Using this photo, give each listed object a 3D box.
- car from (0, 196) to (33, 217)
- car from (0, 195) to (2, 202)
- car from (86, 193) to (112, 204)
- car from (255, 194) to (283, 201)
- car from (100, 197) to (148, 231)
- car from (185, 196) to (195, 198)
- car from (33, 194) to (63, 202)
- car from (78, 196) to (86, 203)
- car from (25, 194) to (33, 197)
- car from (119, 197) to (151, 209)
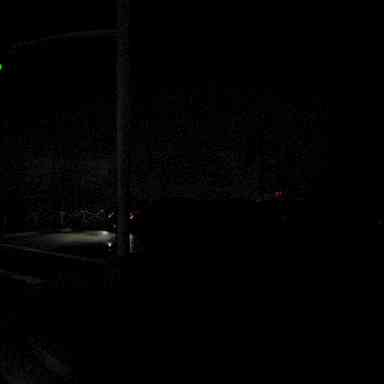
[{"bbox_3d":[-15.798,1.340,26.888,2.007,1.523,4.514,0,0,35],"label":"car"},{"bbox_3d":[-41.403,1.298,67.525,2.007,1.523,4.514,0,0,35],"label":"car"},{"bbox_3d":[-15.861,1.097,58.991,1.932,1.855,4.605,0,0,35],"label":"car"},{"bbox_3d":[8.436,1.221,37.032,2.150,2.045,5.566,0,0,35],"label":"car"},{"bbox_3d":[-3.034,1.352,20.545,2.097,1.767,4.553,0,0,35],"label":"car"},{"bbox_3d":[-0.769,1.374,48.146,1.845,1.501,3.633,0,0,35],"label":"car"},{"bbox_3d":[-28.916,1.154,67.722,2.152,1.636,5.027,0,0,35],"label":"car"},{"bbox_3d":[-18.471,1.077,60.333,1.905,1.878,3.866,0,0,35],"label":"car"},{"bbox_3d":[-34.342,1.232,71.164,1.970,1.475,3.806,0,0,35],"label":"car"},{"bbox_3d":[-7.488,1.384,43.809,1.970,1.475,3.806,0,0,35],"label":"car"}]
